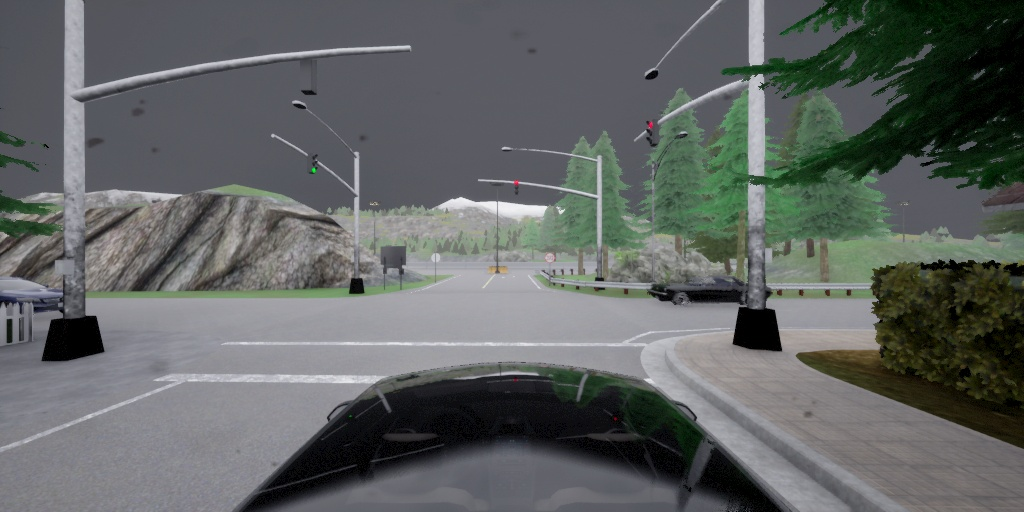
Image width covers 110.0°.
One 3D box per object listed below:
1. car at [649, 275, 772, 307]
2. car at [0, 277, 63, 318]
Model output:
[{"bbox_3d":[8.812,1.542,16.276,4.718,1.301,1.895,0,0,0],"label":"car"},{"bbox_3d":[-18.275,1.467,12.735,4.674,1.442,1.812,0,0,0],"label":"car"}]
